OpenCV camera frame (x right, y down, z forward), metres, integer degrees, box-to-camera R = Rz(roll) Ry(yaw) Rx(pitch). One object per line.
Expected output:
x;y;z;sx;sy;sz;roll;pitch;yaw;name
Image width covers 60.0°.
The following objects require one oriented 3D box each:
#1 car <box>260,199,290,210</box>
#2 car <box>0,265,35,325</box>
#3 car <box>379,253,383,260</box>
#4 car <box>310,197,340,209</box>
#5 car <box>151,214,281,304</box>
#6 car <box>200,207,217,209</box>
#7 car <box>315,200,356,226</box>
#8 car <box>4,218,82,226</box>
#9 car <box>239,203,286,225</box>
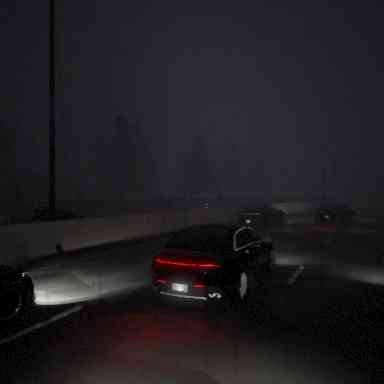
11.660;1.723;46.552;4.718;1.301;1.895;0;0;-42;car
-4.540;1.603;4.955;1.994;1.385;4.181;0;0;22;car
4.262;1.506;5.205;1.837;1.490;4.892;0;0;25;car
19.450;1.573;48.646;5.008;1.535;1.882;0;0;-39;car
0.796;1.533;8.391;1.837;1.490;4.892;-1;0;25;car
2.481;1.500;42.173;2.097;1.767;4.553;0;0;43;car
10.522;1.522;24.288;1.882;1.535;5.008;-1;0;37;car
-7.330;1.571;16.004;1.882;1.535;5.008;-1;0;28;car
4.757;1.554;22.235;2.128;1.511;4.902;0;0;33;car
